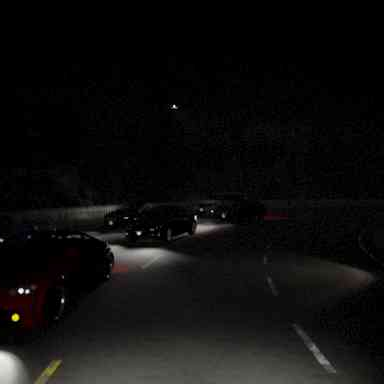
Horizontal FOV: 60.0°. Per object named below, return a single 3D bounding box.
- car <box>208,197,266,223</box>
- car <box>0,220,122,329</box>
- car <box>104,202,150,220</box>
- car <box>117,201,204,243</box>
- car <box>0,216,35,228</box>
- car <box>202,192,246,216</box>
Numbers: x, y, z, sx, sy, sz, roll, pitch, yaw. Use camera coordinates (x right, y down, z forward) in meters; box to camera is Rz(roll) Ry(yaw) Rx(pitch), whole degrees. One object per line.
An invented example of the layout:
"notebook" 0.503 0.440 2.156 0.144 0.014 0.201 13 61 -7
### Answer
"car" 3.709 1.350 24.464 2.128 1.511 4.902 0 0 40
"car" -3.125 1.524 6.934 1.994 1.385 4.181 0 0 6
"car" -3.226 1.378 19.916 2.128 1.511 4.902 0 0 27
"car" -1.260 1.415 15.700 1.837 1.490 4.892 0 0 22
"car" -6.287 1.490 10.284 2.033 1.411 5.357 0 0 9
"car" 2.660 1.057 28.594 2.150 2.045 5.566 0 0 44
